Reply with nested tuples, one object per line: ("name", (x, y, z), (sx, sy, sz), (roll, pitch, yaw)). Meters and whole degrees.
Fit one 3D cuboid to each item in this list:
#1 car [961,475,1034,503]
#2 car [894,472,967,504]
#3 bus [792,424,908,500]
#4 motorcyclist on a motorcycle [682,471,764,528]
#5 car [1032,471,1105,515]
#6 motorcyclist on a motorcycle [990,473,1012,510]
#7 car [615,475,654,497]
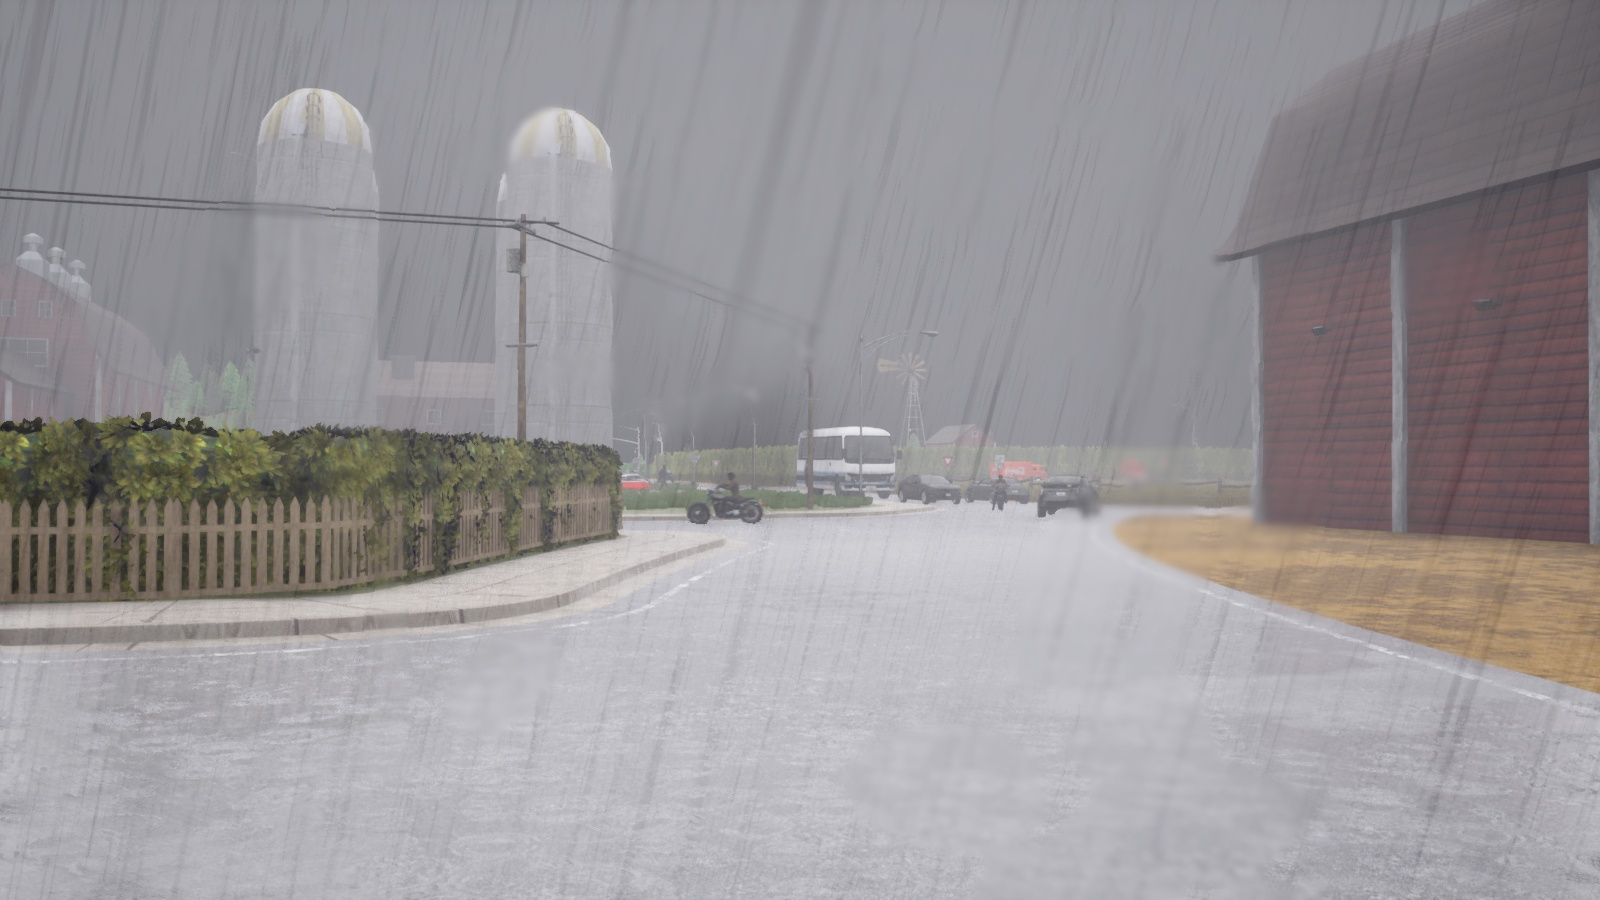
("car", (10.056, 1.970, 64.246), (1.994, 1.385, 4.181), (0, -1, -18))
("car", (6.552, 1.892, 63.757), (1.882, 1.535, 5.008), (0, -1, -17))
("bus", (2.819, 0.733, 76.199), (3.944, 4.253, 10.273), (0, -1, -17))
("motorcyclist on a motorcycle", (-2.340, 1.510, 38.363), (2.350, 1.649, 0.766), (-1, 0, 8))
("car", (9.899, 1.550, 45.997), (2.007, 1.525, 4.514), (-1, -1, 20))
("motorcyclist on a motorcycle", (8.435, 1.711, 52.777), (0.797, 1.523, 2.044), (0, -1, 6))
("car", (-10.443, 2.264, 79.133), (2.207, 1.376, 1.481), (0, -1, -17))
